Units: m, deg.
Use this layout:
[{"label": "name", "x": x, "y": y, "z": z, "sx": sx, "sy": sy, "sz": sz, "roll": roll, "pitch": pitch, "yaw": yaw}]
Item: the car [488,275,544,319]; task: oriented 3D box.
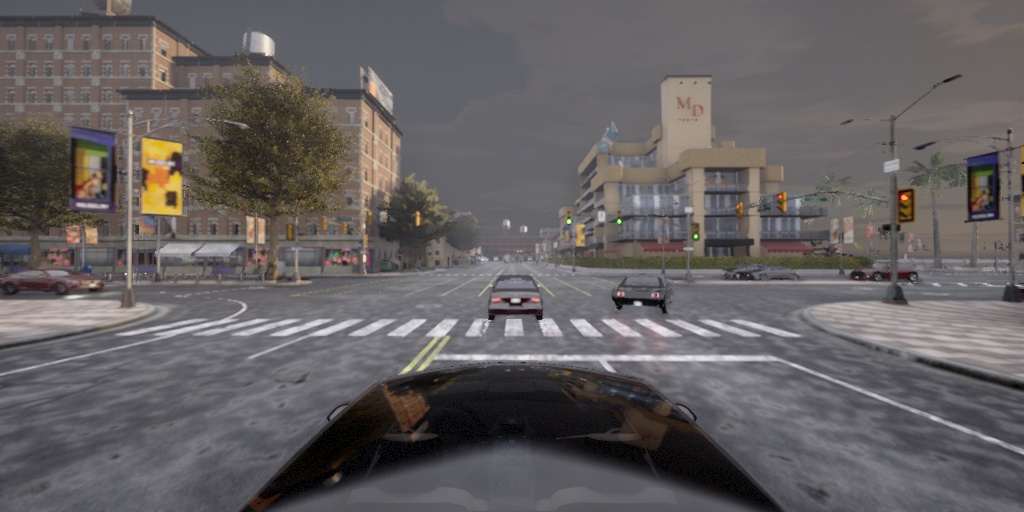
[{"label": "car", "x": 0.115, "y": 1.385, "z": 13.129, "sx": 2.033, "sy": 1.411, "sz": 5.357, "roll": 0, "pitch": 0, "yaw": 0}]

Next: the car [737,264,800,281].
[{"label": "car", "x": 23.065, "y": 1.549, "z": 32.011, "sx": 4.181, "sy": 1.385, "sz": 1.994, "roll": 0, "pitch": 0, "yaw": 1}]

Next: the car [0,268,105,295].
[{"label": "car", "x": -26.448, "y": 1.420, "z": 20.657, "sx": 4.674, "sy": 1.442, "sz": 1.812, "roll": 0, "pitch": 0, "yaw": 0}]

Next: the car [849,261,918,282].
[{"label": "car", "x": 32.968, "y": 1.337, "z": 31.905, "sx": 4.553, "sy": 1.767, "sz": 2.097, "roll": 0, "pitch": 0, "yaw": 1}]

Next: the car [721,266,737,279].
[{"label": "car", "x": 23.392, "y": 1.503, "z": 35.505, "sx": 4.902, "sy": 1.511, "sz": 2.128, "roll": 0, "pitch": 0, "yaw": 1}]

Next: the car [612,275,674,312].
[{"label": "car", "x": 5.622, "y": 1.454, "z": 15.012, "sx": 1.895, "sy": 1.301, "sz": 4.718, "roll": 0, "pitch": -1, "yaw": 28}]

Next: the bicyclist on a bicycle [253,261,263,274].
[{"label": "bicyclist on a bicycle", "x": -30.908, "y": 1.371, "z": 43.670, "sx": 0.582, "sy": 1.620, "sz": 1.656, "roll": 0, "pitch": 0, "yaw": 0}]
